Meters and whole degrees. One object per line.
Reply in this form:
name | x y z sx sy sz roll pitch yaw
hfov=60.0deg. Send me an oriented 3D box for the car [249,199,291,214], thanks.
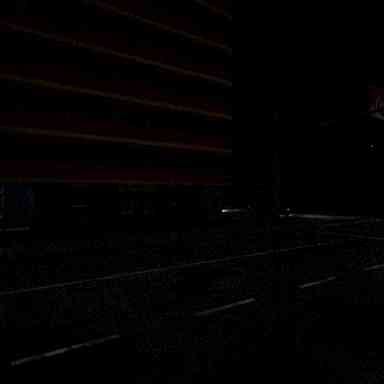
car | 8.217 1.492 35.302 2.128 1.511 4.902 0 0 -36
